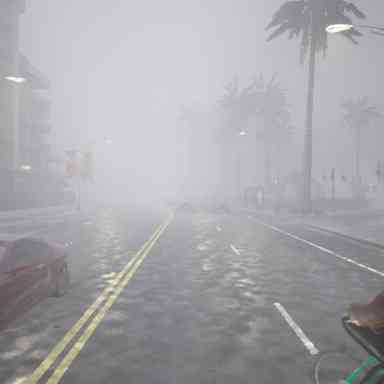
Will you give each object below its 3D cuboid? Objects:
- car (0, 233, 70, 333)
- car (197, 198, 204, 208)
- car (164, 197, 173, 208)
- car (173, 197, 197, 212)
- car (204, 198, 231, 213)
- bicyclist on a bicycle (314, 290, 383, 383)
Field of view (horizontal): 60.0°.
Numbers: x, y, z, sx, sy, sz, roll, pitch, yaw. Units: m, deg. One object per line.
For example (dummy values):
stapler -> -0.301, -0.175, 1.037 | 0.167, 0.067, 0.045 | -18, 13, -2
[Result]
car -> -3.633, 1.525, 5.825 | 1.812, 1.442, 4.674 | 0, 0, 0
car -> 1.263, 1.545, 46.926 | 2.033, 1.411, 5.357 | 0, 0, -14
car -> -2.792, 1.523, 48.323 | 1.812, 1.442, 4.674 | 0, 0, -16
car -> -0.887, 1.524, 38.626 | 1.812, 1.442, 4.674 | 0, 0, -7
car -> 2.880, 1.599, 36.946 | 1.895, 1.301, 4.718 | 0, 0, -6
bicyclist on a bicycle -> 1.793, 1.454, 2.849 | 0.582, 1.620, 1.656 | 0, 2, -37
